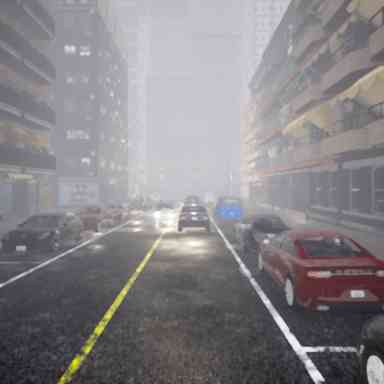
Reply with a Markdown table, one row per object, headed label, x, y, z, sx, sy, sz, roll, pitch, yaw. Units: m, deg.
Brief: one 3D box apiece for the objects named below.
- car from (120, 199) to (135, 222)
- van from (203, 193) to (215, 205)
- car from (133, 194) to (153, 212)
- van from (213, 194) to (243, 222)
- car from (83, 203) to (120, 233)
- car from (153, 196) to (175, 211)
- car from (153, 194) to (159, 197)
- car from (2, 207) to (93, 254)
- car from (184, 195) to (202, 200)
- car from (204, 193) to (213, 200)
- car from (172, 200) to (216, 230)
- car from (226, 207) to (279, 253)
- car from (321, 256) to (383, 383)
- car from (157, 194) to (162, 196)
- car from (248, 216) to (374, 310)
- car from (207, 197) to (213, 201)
| label | x | y | z | sx | sy | sz | roll | pitch | yaw |
| --- | --- | --- | --- | --- | --- | --- | --- | --- | --- |
| car | -5.687 | 1.450 | 24.461 | 1.802 | 1.307 | 4.206 | -1 | 0 | 0 |
| van | 2.704 | 1.063 | 52.436 | 1.690 | 1.788 | 3.998 | -1 | 0 | 0 |
| car | -5.683 | 1.250 | 35.664 | 1.967 | 1.590 | 4.097 | -1 | 0 | 0 |
| van | 2.690 | 1.210 | 24.427 | 1.690 | 1.788 | 3.998 | -1 | 0 | 0 |
| car | -5.691 | 1.443 | 18.859 | 1.887 | 1.381 | 4.507 | -1 | 0 | 0 |
| car | -2.995 | 1.398 | 37.975 | 1.895 | 1.301 | 4.718 | 0 | 0 | 0 |
| car | -5.679 | 1.346 | 41.266 | 1.947 | 1.339 | 4.313 | -1 | 0 | 0 |
| car | -5.693 | 1.494 | 13.257 | 1.947 | 1.339 | 4.313 | -1 | 0 | 0 |
| car | 0.122 | 1.132 | 41.432 | 2.097 | 1.767 | 4.553 | 0 | 0 | 0 |
| car | 2.704 | 1.276 | 47.005 | 1.752 | 1.417 | 4.829 | -1 | 0 | 0 |
| car | 0.112 | 1.440 | 19.938 | 2.033 | 1.411 | 5.357 | 0 | 0 | 0 |
| car | 2.687 | 1.494 | 13.224 | 1.947 | 1.339 | 4.313 | -1 | 0 | 0 |
| car | 2.682 | 1.539 | 2.020 | 2.008 | 1.369 | 4.403 | -1 | 0 | 0 |
| car | -5.676 | 1.302 | 46.869 | 2.008 | 1.369 | 4.403 | -1 | 0 | 0 |
| car | 2.684 | 1.503 | 7.622 | 1.887 | 1.381 | 4.507 | -1 | 0 | 0 |
| car | 2.696 | 1.390 | 30.030 | 2.008 | 1.369 | 4.403 | -1 | 0 | 0 |
